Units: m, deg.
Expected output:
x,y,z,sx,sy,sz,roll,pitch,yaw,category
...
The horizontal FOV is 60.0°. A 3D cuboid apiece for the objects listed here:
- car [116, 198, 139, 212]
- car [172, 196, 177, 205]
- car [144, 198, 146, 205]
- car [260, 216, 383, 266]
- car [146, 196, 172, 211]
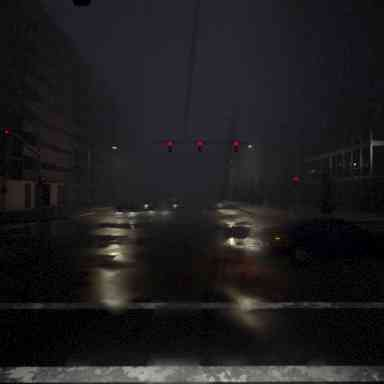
x,y,z,sx,sy,sz,roll,pitch,yaw,category
-7.452,1.489,38.764,1.812,1.442,4.674,0,0,0,car
-3.735,1.423,58.511,1.882,1.535,5.008,0,0,1,car
-7.240,1.510,58.328,1.994,1.385,4.181,0,0,1,car
4.605,1.546,10.940,4.674,1.442,1.812,0,0,0,car
-3.942,1.315,40.500,2.097,1.767,4.553,0,0,0,car
